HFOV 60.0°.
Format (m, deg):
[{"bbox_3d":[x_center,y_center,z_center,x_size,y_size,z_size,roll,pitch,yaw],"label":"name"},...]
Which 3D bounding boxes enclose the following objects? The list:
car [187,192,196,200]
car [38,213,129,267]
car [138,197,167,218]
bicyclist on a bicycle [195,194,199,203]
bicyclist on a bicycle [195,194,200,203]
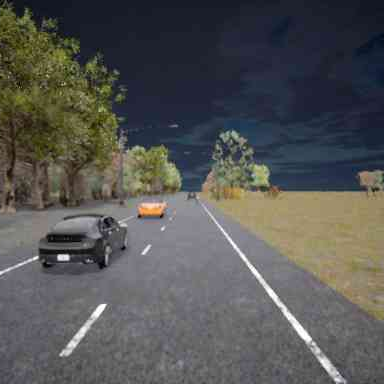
[{"bbox_3d":[0.003,0.957,80.571,2.150,2.045,5.566,0,0,0],"label":"car"},{"bbox_3d":[-3.398,1.475,11.212,1.837,1.490,4.892,0,0,0],"label":"car"},{"bbox_3d":[-3.402,1.274,29.383,2.097,1.767,4.553,0,0,0],"label":"car"},{"bbox_3d":[0.963,1.204,62.909,0.659,1.776,1.843,0,0,0],"label":"bicyclist on a bicycle"},{"bbox_3d":[0.961,1.293,54.408,0.866,1.612,1.509,0,-1,0],"label":"bicyclist on a bicycle"}]
